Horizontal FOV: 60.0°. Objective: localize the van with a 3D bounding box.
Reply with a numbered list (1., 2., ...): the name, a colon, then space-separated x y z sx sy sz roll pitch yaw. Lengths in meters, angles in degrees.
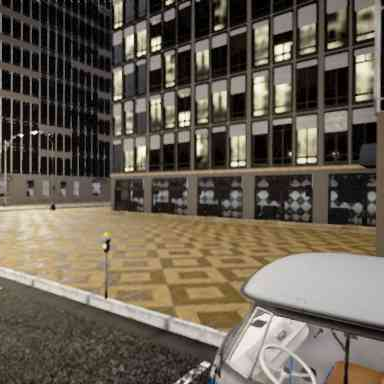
1. van: 1.904 1.348 1.521 3.998 1.788 1.690 1 0 35
